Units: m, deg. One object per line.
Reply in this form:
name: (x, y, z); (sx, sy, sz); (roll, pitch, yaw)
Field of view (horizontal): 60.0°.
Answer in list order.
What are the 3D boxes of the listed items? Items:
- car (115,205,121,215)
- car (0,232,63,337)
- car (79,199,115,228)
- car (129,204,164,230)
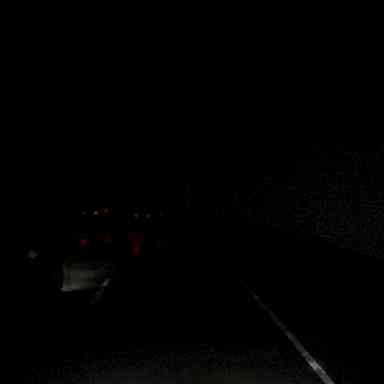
car: (-10.312, 2.042, 40.271); (2.033, 1.411, 5.357); (0, -1, -33)
car: (-3.828, 1.439, 5.581); (2.097, 1.767, 4.553); (0, -1, -4)
car: (-7.239, 1.536, 25.042); (2.150, 2.045, 5.566); (0, -1, -16)
car: (-3.352, 1.624, 23.745); (2.097, 1.767, 4.553); (0, -1, -14)
